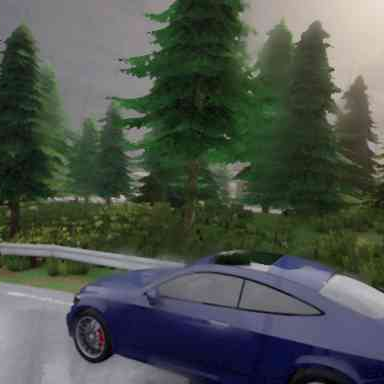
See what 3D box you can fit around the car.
[{"bbox_3d":[0.477,1.502,4.266,4.674,1.442,1.812,1,1,30],"label":"car"}]
